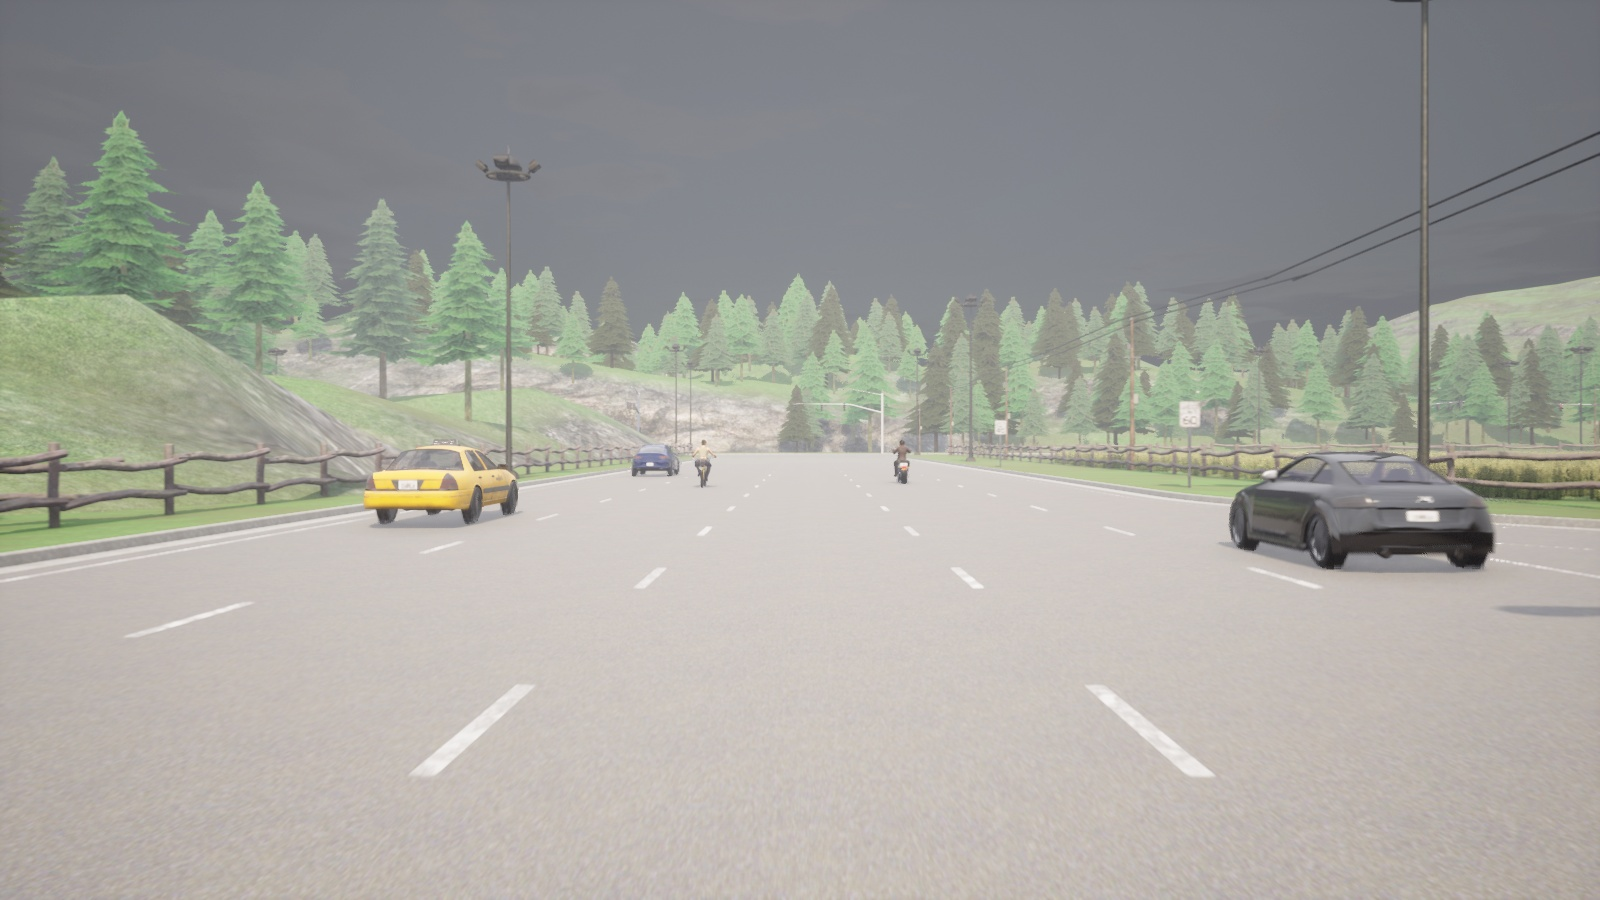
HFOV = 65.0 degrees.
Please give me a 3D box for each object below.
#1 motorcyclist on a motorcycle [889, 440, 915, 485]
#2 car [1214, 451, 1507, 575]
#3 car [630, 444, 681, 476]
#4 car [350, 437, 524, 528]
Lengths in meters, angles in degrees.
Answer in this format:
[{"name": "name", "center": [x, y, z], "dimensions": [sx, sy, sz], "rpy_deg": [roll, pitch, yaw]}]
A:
[{"name": "motorcyclist on a motorcycle", "center": [3.781, 0.441, 46.755], "dimensions": [0.766, 1.649, 2.350], "rpy_deg": [0, 0, 0]}, {"name": "car", "center": [7.109, 0.725, 16.481], "dimensions": [1.994, 1.385, 4.181], "rpy_deg": [0, 0, 0]}, {"name": "car", "center": [-6.660, 0.445, 58.233], "dimensions": [1.812, 1.442, 4.674], "rpy_deg": [0, 0, 0]}, {"name": "car", "center": [-6.846, 0.545, 24.350], "dimensions": [1.801, 1.575, 5.366], "rpy_deg": [0, 0, 0]}]
